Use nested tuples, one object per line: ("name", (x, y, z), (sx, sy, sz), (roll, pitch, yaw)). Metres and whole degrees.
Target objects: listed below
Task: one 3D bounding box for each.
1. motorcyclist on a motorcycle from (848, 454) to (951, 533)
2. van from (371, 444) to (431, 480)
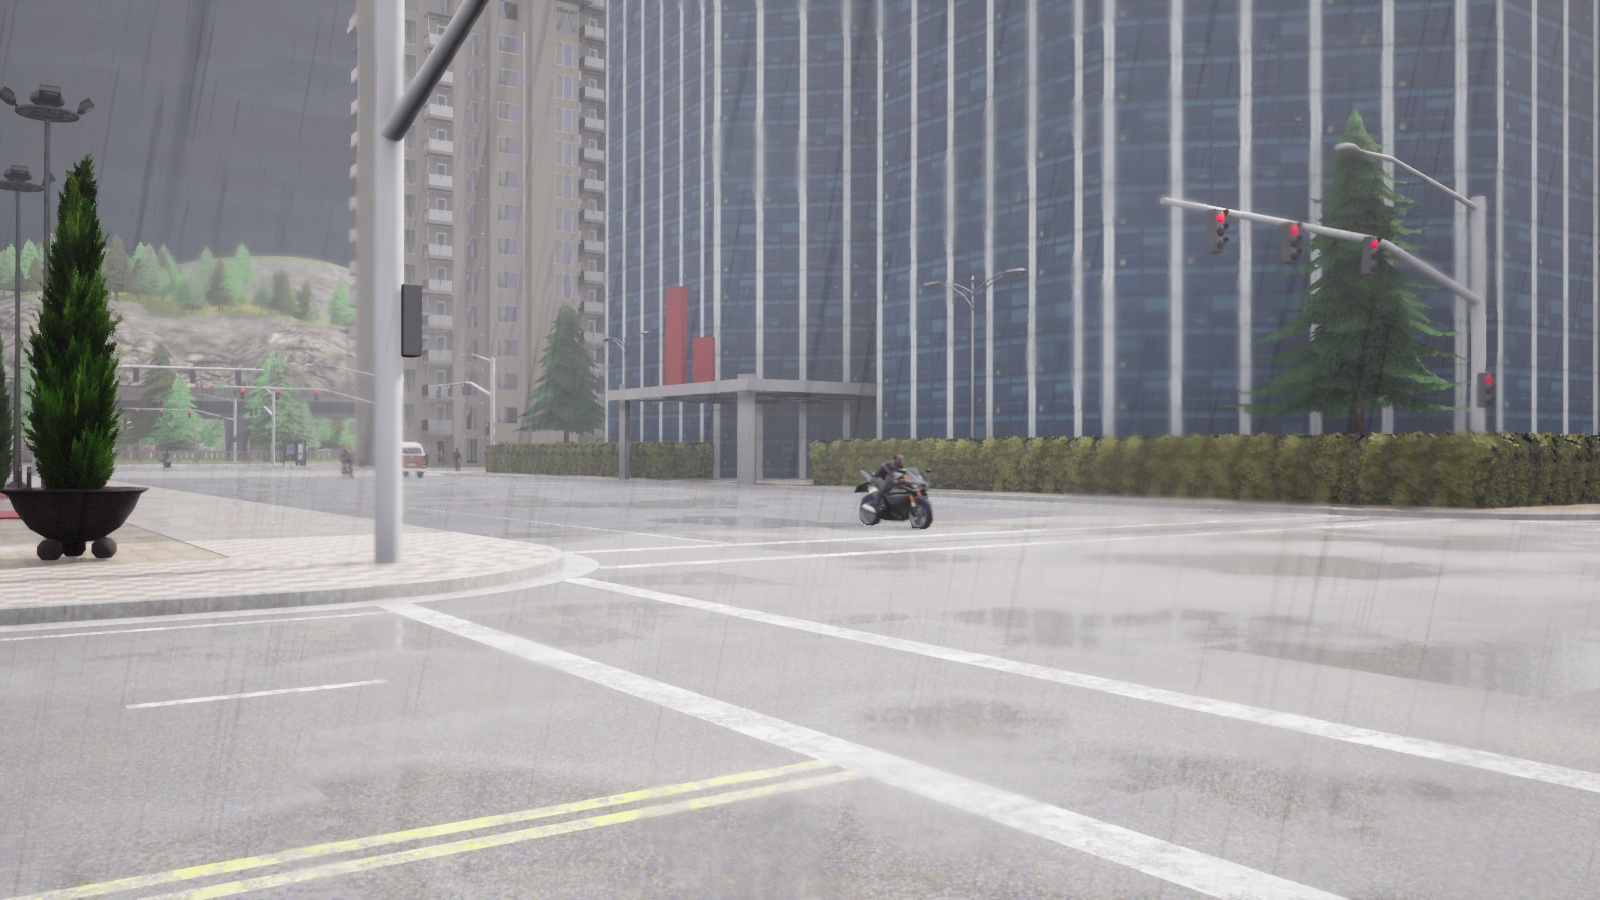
("motorcyclist on a motorcycle", (1.972, 0.837, 25.259), (0.866, 1.530, 2.191), (0, 0, -36))
("van", (-23.235, 0.696, 73.072), (2.069, 2.038, 4.480), (0, 0, -35))
